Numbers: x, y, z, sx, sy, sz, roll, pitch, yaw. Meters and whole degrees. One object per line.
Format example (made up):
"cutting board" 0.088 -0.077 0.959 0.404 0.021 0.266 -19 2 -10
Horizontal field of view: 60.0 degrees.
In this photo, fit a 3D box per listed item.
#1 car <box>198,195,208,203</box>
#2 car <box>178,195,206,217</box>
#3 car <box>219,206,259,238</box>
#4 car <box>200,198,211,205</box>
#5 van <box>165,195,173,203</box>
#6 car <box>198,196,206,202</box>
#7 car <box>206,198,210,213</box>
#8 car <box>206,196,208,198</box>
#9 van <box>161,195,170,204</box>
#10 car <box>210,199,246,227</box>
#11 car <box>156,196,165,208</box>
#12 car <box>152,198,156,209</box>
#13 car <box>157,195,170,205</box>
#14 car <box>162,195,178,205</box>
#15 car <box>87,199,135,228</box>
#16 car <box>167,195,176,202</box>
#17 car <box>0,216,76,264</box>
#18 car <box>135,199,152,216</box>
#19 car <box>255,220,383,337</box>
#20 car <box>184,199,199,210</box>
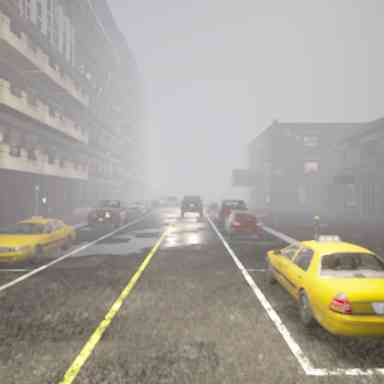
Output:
"car" 2.650 1.672 78.662 2.192 1.841 5.009 0 0 0
"car" -0.018 1.353 33.086 2.150 2.045 5.566 0 0 0
"car" 2.683 1.650 17.731 1.802 1.307 4.206 0 0 0
"car" 2.655 1.848 67.583 2.008 1.369 4.403 0 0 0
"van" -5.734 1.730 84.197 1.690 1.788 3.998 0 0 0
"car" 2.644 1.862 89.740 1.967 1.590 4.097 0 0 0
"car" 2.671 1.713 39.887 2.008 1.369 4.403 0 0 0
"car" 2.659 1.795 62.214 1.752 1.417 4.829 0 0 0
"van" -5.727 1.667 73.120 1.690 1.788 3.998 0 0 0
"car" 2.681 1.405 23.271 2.192 1.841 5.009 0 0 0
"car" -5.716 1.759 50.961 1.887 1.381 4.507 0 0 0
"car" -5.709 1.686 39.712 1.752 1.417 4.829 0 0 0
"car" -5.724 1.612 67.580 2.192 1.841 5.009 0 0 0
"car" -3.027 1.289 51.461 2.097 1.767 4.553 0 0 0
"car" -5.700 1.405 23.266 2.192 1.841 5.009 0 0 0
"car" -5.739 1.771 95.276 2.192 1.841 5.009 0 0 0
"car" -5.695 1.571 12.016 1.752 1.417 4.829 0 0 0
"car" -5.707 1.688 34.343 2.008 1.369 4.403 0 0 0
"car" 2.689 1.552 6.822 1.752 1.417 4.829 0 0 0
"car" 0.006 1.757 46.429 1.994 1.385 4.181 0 0 1
